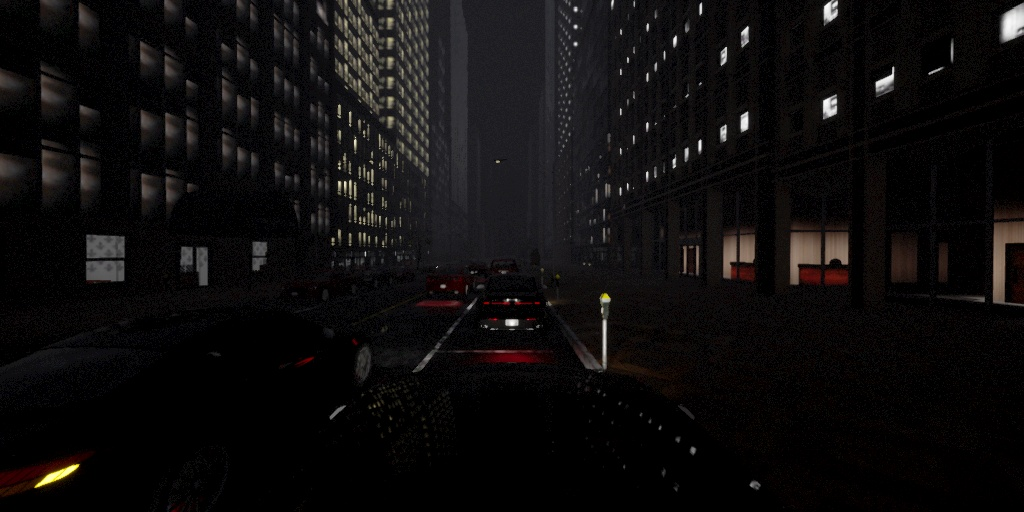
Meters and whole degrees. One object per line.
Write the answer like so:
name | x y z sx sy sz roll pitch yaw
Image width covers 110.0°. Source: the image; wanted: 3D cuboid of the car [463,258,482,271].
car | -3.115 1.222 33.831 1.882 1.535 5.008 0 0 1

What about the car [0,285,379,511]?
car | -3.146 1.275 3.883 1.812 1.442 4.674 0 0 0

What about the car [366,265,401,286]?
car | -8.838 1.297 22.523 2.007 1.370 4.403 0 0 0

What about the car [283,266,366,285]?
car | -8.837 1.292 16.839 1.888 1.381 4.507 0 0 0

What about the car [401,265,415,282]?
car | -8.837 1.327 28.206 1.802 1.307 4.207 0 0 0

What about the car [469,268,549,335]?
car | -0.001 1.252 10.501 1.837 1.490 4.892 0 0 0

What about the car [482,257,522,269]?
car | -0.457 1.061 22.523 2.192 1.841 5.009 0 0 0

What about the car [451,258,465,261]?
car | -6.166 1.234 47.147 2.128 1.511 4.902 0 0 0

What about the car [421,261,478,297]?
car | -3.114 1.224 18.832 1.882 1.535 5.008 0 0 1
